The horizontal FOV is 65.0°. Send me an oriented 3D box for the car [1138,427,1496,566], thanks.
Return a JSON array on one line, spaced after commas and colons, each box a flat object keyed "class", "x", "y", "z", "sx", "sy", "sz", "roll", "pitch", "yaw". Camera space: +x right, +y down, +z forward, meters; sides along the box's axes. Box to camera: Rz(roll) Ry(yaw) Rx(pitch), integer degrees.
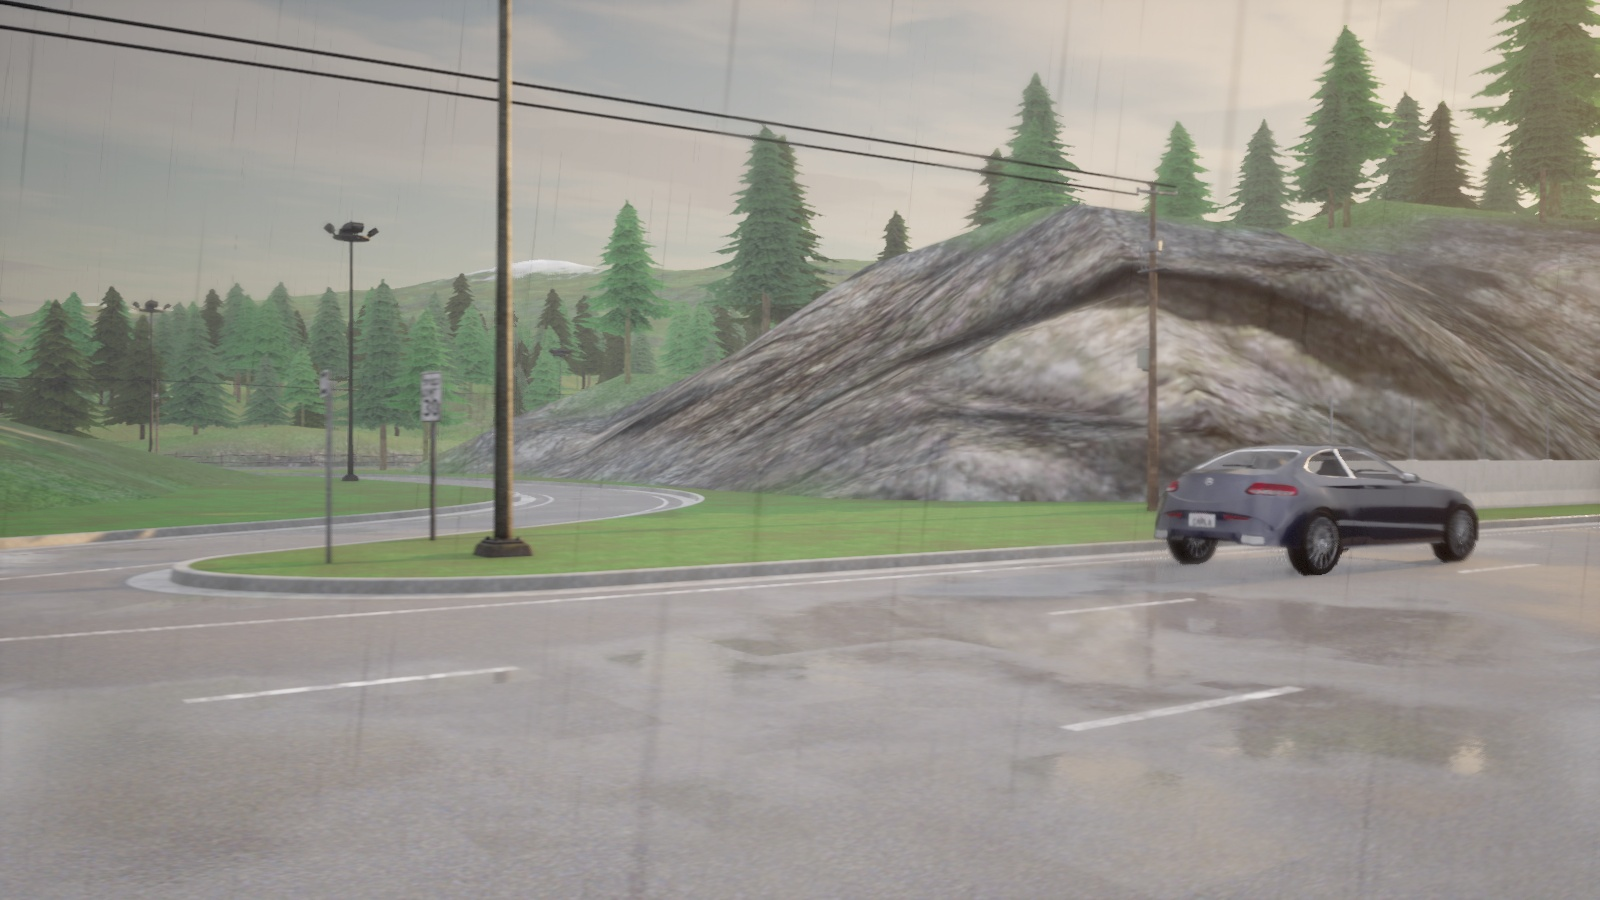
[{"class": "car", "x": 7.144, "y": 0.551, "z": 17.161, "sx": 5.027, "sy": 1.651, "sz": 2.152, "roll": 0, "pitch": 0, "yaw": -35}]
